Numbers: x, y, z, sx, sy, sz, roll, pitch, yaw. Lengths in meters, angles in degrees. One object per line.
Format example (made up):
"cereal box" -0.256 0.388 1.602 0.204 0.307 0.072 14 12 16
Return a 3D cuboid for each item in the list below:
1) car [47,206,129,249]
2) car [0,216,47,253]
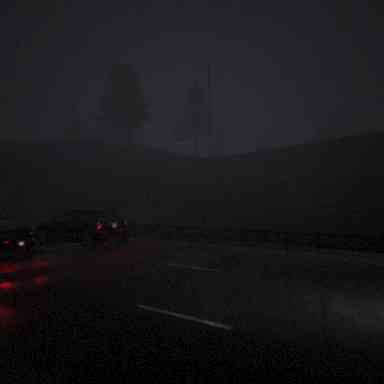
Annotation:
"car" -5.160 1.492 15.418 4.553 1.767 2.097 -1 0 31
"car" -8.145 1.682 13.125 4.674 1.442 1.812 -1 0 30
